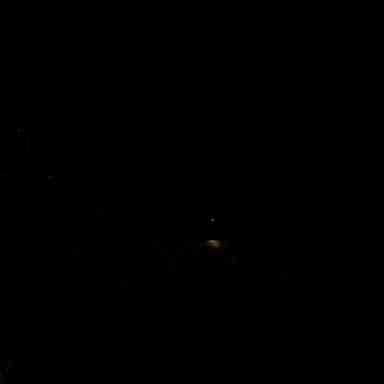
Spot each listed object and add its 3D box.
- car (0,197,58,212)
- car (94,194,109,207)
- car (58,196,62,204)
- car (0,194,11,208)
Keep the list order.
[{"bbox_3d":[-15.468,1.194,31.454,2.008,1.369,4.403,2,2,35],"label":"car"},{"bbox_3d":[-9.230,1.097,40.215,1.802,1.307,4.206,2,2,35],"label":"car"},{"bbox_3d":[-16.478,0.944,44.731,2.008,1.369,4.403,2,2,35],"label":"car"},{"bbox_3d":[-22.612,1.044,36.116,1.752,1.417,4.829,2,2,35],"label":"car"}]
